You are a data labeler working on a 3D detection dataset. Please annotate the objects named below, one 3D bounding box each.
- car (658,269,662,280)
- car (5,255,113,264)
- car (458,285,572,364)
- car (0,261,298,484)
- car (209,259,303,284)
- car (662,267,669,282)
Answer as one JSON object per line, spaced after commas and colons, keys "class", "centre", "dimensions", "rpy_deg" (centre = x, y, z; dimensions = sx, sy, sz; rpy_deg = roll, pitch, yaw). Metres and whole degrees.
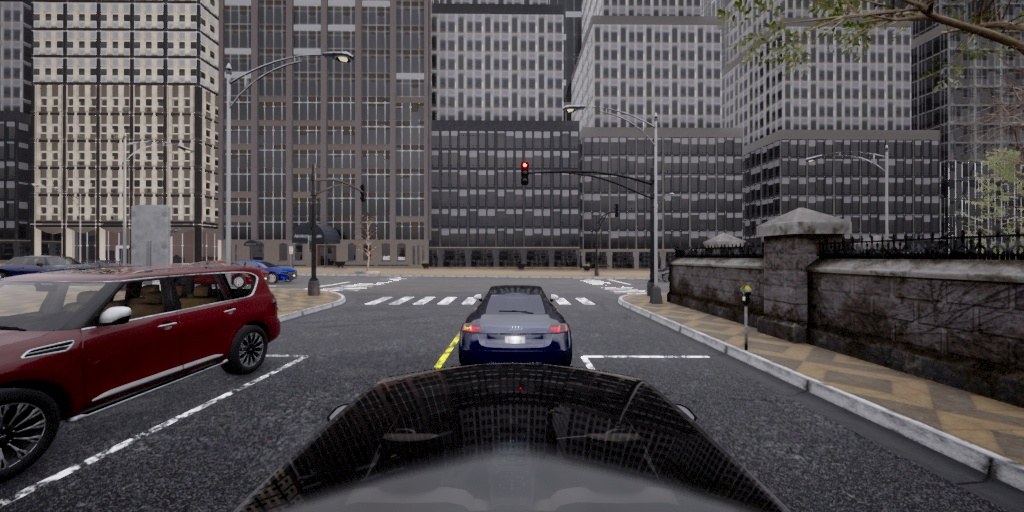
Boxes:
{"class": "car", "centre": [14.321, 1.515, 31.359], "dimensions": [4.181, 1.385, 1.994], "rpy_deg": [1, 0, -1]}
{"class": "car", "centre": [-26.696, 0.776, 20.918], "dimensions": [4.553, 1.767, 2.097], "rpy_deg": [1, 0, -1]}
{"class": "car", "centre": [0.086, 1.314, 7.755], "dimensions": [1.994, 1.385, 4.181], "rpy_deg": [0, 0, 1]}
{"class": "car", "centre": [-5.365, 1.065, 4.736], "dimensions": [2.192, 1.841, 5.009], "rpy_deg": [0, 0, 0]}
{"class": "car", "centre": [-17.258, 1.026, 24.302], "dimensions": [5.008, 1.535, 1.882], "rpy_deg": [1, 0, 0]}
{"class": "car", "centre": [14.505, 1.510, 28.110], "dimensions": [4.181, 1.385, 1.994], "rpy_deg": [1, 0, -1]}
